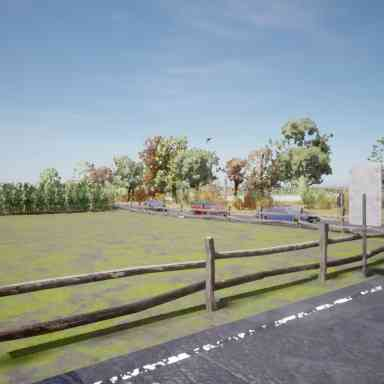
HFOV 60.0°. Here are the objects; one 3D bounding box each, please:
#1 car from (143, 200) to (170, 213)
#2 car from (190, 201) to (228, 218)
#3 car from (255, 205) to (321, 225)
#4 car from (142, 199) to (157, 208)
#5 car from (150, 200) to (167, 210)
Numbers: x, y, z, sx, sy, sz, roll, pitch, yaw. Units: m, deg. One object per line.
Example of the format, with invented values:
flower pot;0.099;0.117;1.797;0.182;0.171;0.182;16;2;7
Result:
car;-4.820;2.085;45.631;2.033;1.411;5.357;-1;0;-27
car;1.743;1.728;35.070;2.097;1.767;4.553;-1;0;-33
car;7.506;1.783;26.676;2.033;1.411;5.357;-1;0;-35
car;-8.260;2.224;64.390;2.128;1.511;4.902;0;0;-16
car;-5.585;2.149;55.117;1.812;1.442;4.674;-1;-1;-17
